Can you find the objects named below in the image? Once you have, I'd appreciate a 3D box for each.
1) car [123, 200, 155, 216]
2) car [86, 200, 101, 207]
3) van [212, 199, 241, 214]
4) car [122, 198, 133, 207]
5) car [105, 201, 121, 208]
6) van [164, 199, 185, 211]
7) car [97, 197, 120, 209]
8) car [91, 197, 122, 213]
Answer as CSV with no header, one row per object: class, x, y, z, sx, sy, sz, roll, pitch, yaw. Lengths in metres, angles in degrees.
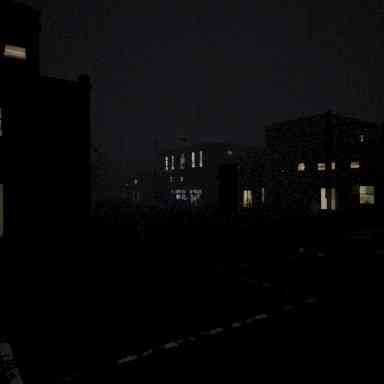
car,-5.947,2.048,39.239,1.752,1.417,4.829,-2,0,-36
car,-22.644,2.596,76.257,1.802,1.307,4.206,-2,0,-36
van,4.051,1.708,39.694,1.690,1.788,3.998,-2,0,-36
car,-12.638,2.086,62.546,2.192,1.841,5.009,-2,0,-36
car,-15.968,2.434,67.116,1.802,1.307,4.206,-2,0,-36
van,-2.624,1.869,48.834,1.690,1.788,3.998,-2,0,-36
car,-15.715,2.040,62.382,2.150,2.045,5.566,-1,0,-36
car,-12.728,2.002,48.516,2.192,1.841,5.009,-2,0,-36
